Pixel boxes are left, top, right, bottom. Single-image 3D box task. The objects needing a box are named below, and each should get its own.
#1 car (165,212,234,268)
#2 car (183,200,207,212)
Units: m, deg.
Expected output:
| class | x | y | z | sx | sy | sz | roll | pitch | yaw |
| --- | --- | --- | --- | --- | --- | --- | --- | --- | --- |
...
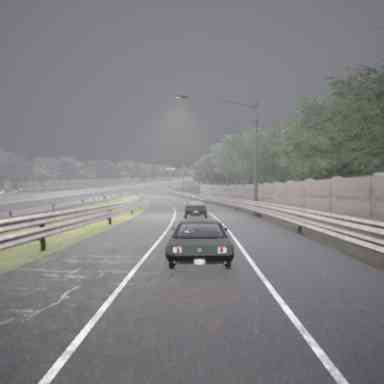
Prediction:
| class | x | y | z | sx | sy | sz | roll | pitch | yaw |
| --- | --- | --- | --- | --- | --- | --- | --- | --- | --- |
| car | 0.256 | 1.577 | 11.131 | 1.895 | 1.301 | 4.718 | 0 | 0 | 1 |
| car | 0.244 | 1.411 | 28.917 | 1.882 | 1.535 | 5.008 | 0 | 0 | -1 |
